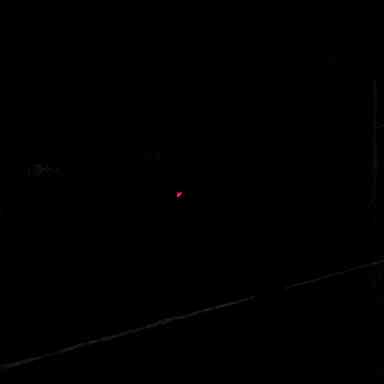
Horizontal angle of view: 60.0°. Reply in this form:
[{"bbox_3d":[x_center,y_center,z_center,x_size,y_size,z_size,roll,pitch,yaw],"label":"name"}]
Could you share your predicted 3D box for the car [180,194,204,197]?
[{"bbox_3d":[0.572,1.206,36.801,2.150,2.045,5.566,0,0,-37],"label":"car"}]
